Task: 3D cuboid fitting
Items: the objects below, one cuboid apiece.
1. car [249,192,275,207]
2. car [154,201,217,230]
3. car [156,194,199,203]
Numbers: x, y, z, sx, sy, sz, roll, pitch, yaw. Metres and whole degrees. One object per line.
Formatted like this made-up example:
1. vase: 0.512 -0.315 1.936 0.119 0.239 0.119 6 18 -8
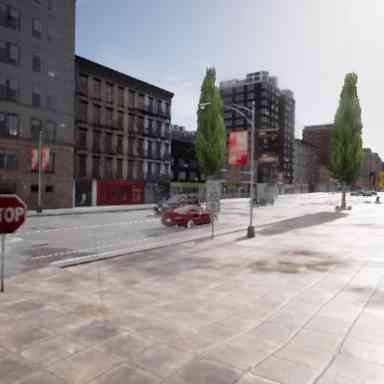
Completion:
1. car: 10.564 1.109 49.726 2.150 2.045 5.566 2 1 35
2. car: -0.079 1.659 23.283 1.882 1.535 5.008 2 1 35
3. car: -1.359 1.215 32.930 2.150 2.045 5.566 2 1 35
